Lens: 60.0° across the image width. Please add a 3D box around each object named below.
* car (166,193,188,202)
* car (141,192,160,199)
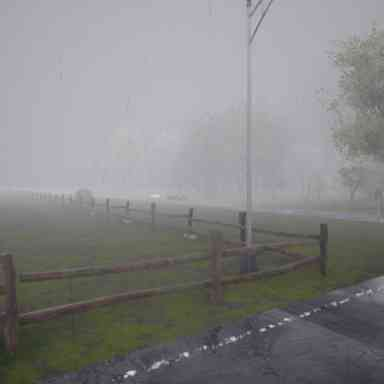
[{"bbox_3d":[-2.582,0.876,54.863,1.895,1.301,4.718,0,1,-33],"label":"car"},{"bbox_3d":[-7.960,0.718,63.036,1.895,1.301,4.718,0,1,-33],"label":"car"}]
